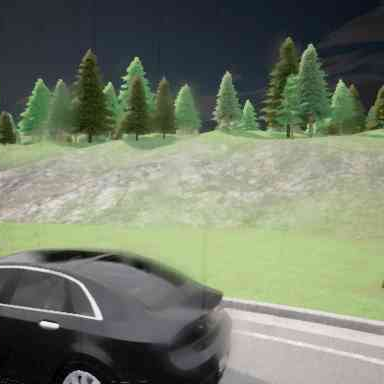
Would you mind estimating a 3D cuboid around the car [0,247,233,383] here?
[{"bbox_3d":[-1.926,1.507,4.356,4.892,1.490,1.837,1,0,22],"label":"car"}]
